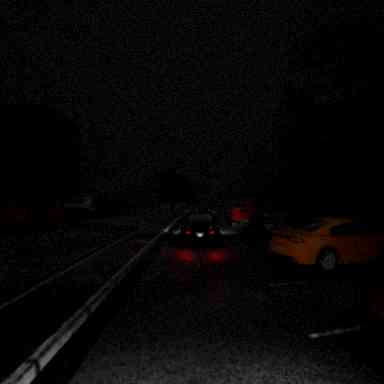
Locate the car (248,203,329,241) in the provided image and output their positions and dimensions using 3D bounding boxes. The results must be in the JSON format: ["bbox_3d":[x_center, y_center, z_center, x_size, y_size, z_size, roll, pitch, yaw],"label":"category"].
[{"bbox_3d":[5.016,1.481,13.788,4.553,1.767,2.185,1,-1,-18],"label":"car"}]

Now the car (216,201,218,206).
[{"bbox_3d":[6.207,1.614,43.529,5.566,2.045,2.435,1,-1,-18],"label":"car"}]

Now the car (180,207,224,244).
[{"bbox_3d":[0.422,1.673,16.644,1.812,1.442,4.674,0,0,2],"label":"car"}]

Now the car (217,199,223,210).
[{"bbox_3d":[5.521,1.755,31.561,5.366,1.575,1.946,1,0,-18],"label":"car"}]

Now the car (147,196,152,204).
[{"bbox_3d":[-11.059,1.795,66.257,5.566,2.045,2.435,-1,0,-17],"label":"car"}]

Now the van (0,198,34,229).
[{"bbox_3d":[-12.823,1.431,21.208,4.442,1.987,1.878,-1,-1,-18],"label":"van"}]

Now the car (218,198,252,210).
[{"bbox_3d":[6.390,1.790,49.460,4.553,1.767,2.185,1,-1,-18],"label":"car"}]

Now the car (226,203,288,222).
[{"bbox_3d":[5.605,1.765,28.658,4.792,1.488,2.163,1,-1,-18],"label":"car"}]

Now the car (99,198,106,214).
[{"bbox_3d":[-12.327,1.791,36.197,5.008,1.535,2.097,-1,-1,-18],"label":"car"}]

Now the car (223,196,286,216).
[{"bbox_3d":[5.372,1.433,22.714,5.566,2.045,2.435,1,-1,-18],"label":"car"}]

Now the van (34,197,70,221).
[{"bbox_3d":[-12.587,1.485,27.228,4.442,1.987,1.878,-1,-1,-18],"label":"van"}]

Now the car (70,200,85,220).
[{"bbox_3d":[-12.573,1.738,30.192,5.008,1.535,2.097,-1,-1,-18],"label":"car"}]

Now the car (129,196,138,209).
[{"bbox_3d":[-11.681,1.673,51.230,5.566,2.045,2.435,-1,-1,-18],"label":"car"}]

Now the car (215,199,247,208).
[{"bbox_3d":[7.001,2.001,59.277,5.366,1.575,1.946,1,-1,-18],"label":"car"}]

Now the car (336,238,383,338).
[{"bbox_3d":[4.893,1.561,4.921,4.792,1.488,2.163,1,-1,-19],"label":"car"}]

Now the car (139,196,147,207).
[{"bbox_3d":[-11.308,2.005,60.234,5.008,1.535,2.097,-1,-1,-17],"label":"car"}]

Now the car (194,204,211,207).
[{"bbox_3d":[1.169,1.924,36.677,1.895,1.301,4.718,0,0,2],"label":"car"}]

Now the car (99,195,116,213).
[{"bbox_3d":[-12.228,1.567,39.187,5.566,2.045,2.435,-1,0,-18],"label":"car"}]

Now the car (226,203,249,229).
[{"bbox_3d":[5.059,1.652,19.668,5.366,1.575,1.946,1,0,-18],"label":"car"}]

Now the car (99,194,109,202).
[{"bbox_3d":[-22.899,1.657,86.371,2.435,2.045,5.566,1,-2,-17],"label":"car"}]

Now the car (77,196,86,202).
[{"bbox_3d":[-28.823,1.918,86.706,2.231,1.521,4.892,0,-1,-17],"label":"car"}]

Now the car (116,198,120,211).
[{"bbox_3d":[-12.049,1.874,42.213,4.792,1.488,2.163,-1,-1,-18],"label":"car"}]

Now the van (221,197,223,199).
[{"bbox_3d":[5.711,1.559,34.556,4.442,1.987,1.878,1,0,-18],"label":"van"}]

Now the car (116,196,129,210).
[{"bbox_3d":[-11.931,1.620,45.221,5.566,2.045,2.435,-1,-1,-18],"label":"car"}]

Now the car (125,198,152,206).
[{"bbox_3d":[-11.073,2.058,69.233,5.366,1.575,1.946,-1,0,-17],"label":"car"}]

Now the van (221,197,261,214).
[{"bbox_3d":[5.948,1.611,40.507,4.442,1.987,1.878,1,0,-18],"label":"van"}]

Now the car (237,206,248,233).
[{"bbox_3d":[5.127,1.633,16.763,4.892,1.521,2.231,1,-1,-18],"label":"car"}]

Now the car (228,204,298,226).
[{"bbox_3d":[5.433,1.738,25.660,4.792,1.488,2.163,1,0,-18],"label":"car"}]

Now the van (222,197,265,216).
[{"bbox_3d":[5.830,1.585,37.532,4.442,1.987,1.878,1,0,-18],"label":"van"}]

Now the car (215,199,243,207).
[{"bbox_3d":[6.961,2.032,62.606,4.892,1.521,2.231,1,-1,-18],"label":"car"}]

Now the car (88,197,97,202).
[{"bbox_3d":[-25.869,1.953,86.549,2.002,1.452,4.674,1,-2,-17],"label":"car"}]

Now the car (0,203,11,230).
[{"bbox_3d":[-13.214,1.630,18.092,5.366,1.575,1.946,-1,0,-18],"label":"car"}]

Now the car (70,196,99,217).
[{"bbox_3d":[-12.475,1.514,33.184,5.566,2.045,2.435,-1,0,-18],"label":"car"}]

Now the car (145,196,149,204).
[{"bbox_3d":[-11.168,2.068,63.256,4.674,1.452,2.002,-1,-1,-17],"label":"car"}]

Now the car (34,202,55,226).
[{"bbox_3d":[-12.841,1.715,24.165,4.792,1.488,2.163,-1,0,-18],"label":"car"}]

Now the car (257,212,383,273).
[{"bbox_3d":[4.960,1.581,10.832,5.008,1.535,2.097,1,-1,-18],"label":"car"}]
